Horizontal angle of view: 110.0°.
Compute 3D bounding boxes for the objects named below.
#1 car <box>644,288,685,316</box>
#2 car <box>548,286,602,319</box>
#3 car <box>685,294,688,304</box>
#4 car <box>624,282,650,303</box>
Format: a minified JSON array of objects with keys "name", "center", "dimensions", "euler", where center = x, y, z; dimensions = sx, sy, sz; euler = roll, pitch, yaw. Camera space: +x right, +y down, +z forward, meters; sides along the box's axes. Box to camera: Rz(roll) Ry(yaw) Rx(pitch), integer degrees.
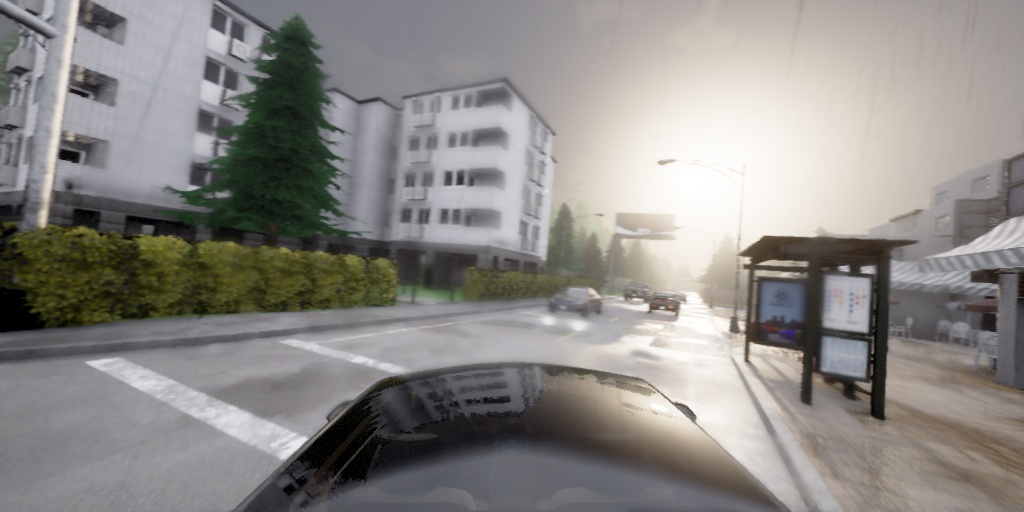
[{"name":"car","center":[10.543,3.195,24.619],"dimensions":[1.837,1.490,4.892],"euler":[4,-3,27]},{"name":"car","center":[3.415,2.281,18.521],"dimensions":[1.812,1.442,4.674],"euler":[4,-3,27]},{"name":"car","center":[22.167,5.462,47.514],"dimensions":[1.812,1.442,4.674],"euler":[4,-2,27]},{"name":"car","center":[13.290,3.744,37.695],"dimensions":[2.150,2.045,5.566],"euler":[4,-3,27]}]
